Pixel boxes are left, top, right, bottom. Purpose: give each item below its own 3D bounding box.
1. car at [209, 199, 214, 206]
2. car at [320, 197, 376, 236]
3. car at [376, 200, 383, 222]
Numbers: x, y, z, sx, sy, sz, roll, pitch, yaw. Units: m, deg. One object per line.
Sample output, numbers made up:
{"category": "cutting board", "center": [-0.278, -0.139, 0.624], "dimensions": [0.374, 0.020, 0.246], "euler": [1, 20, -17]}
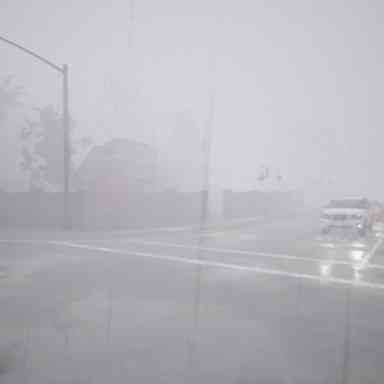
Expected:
{"category": "car", "center": [1.176, 1.352, 53.032], "dimensions": [4.605, 1.855, 1.932], "euler": [-1, -1, 34]}
{"category": "car", "center": [9.094, 1.298, 19.399], "dimensions": [2.150, 2.045, 5.566], "euler": [-1, -1, 34]}
{"category": "car", "center": [14.556, 1.439, 27.459], "dimensions": [2.097, 1.767, 4.553], "euler": [-1, -1, 34]}
